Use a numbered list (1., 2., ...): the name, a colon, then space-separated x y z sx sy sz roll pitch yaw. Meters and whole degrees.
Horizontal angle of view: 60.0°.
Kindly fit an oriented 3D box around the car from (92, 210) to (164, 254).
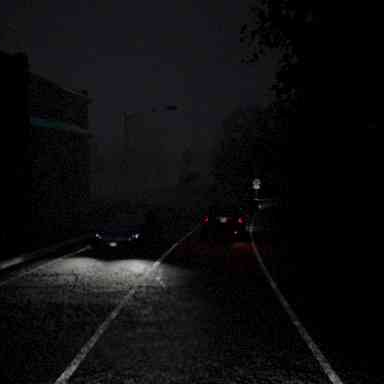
1. car: -2.353 1.479 13.445 1.812 1.442 4.674 1 0 7

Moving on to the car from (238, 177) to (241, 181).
1. car: 9.695 -3.166 82.783 4.902 1.511 2.128 0 5 2

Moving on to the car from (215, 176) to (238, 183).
1. car: 7.900 -2.890 79.620 4.892 1.490 1.837 0 5 -3

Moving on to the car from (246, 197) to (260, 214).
1. car: 5.625 1.266 34.141 2.128 1.511 4.902 2 4 23

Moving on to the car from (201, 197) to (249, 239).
1. car: 1.759 1.359 17.563 2.097 1.767 4.553 1 0 8
